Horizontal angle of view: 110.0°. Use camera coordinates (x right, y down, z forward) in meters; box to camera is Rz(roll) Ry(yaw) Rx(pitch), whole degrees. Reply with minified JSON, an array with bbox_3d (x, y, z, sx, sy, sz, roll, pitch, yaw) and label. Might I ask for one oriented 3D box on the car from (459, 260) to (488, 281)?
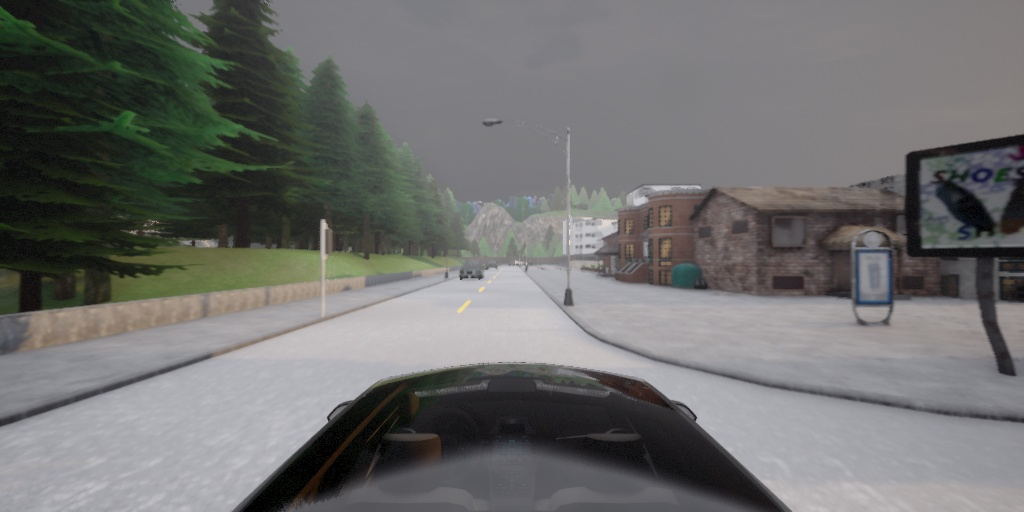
[{"bbox_3d":[-3.996,1.485,36.400,2.150,2.045,5.566,0,1,0],"label":"car"}]
